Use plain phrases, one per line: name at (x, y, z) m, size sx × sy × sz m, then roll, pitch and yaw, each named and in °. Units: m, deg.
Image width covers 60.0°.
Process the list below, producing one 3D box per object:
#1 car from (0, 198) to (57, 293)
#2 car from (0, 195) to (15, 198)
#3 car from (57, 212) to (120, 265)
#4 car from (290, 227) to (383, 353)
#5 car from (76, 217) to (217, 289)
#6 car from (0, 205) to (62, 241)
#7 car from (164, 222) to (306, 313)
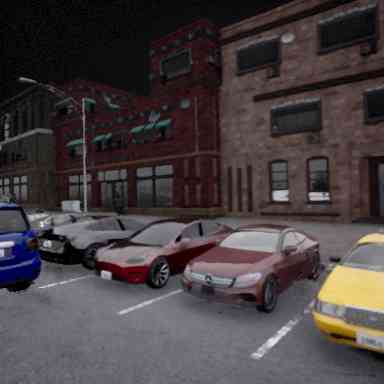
car at (-5.727, 1.228, 7.754) m, size 5.566 × 2.045 × 2.150 m, roll 0°, pitch 0°, yaw 38°
car at (-13.394, 1.222, 19.954) m, size 2.435 × 2.045 × 5.566 m, roll 0°, pitch 0°, yaw 41°
car at (-2.666, 1.517, 11.297) m, size 2.163 × 1.488 × 4.792 m, roll 0°, pitch 0°, yaw 38°
car at (3.770, 1.485, 6.227) m, size 1.946 × 1.575 × 5.366 m, roll 0°, pitch 0°, yaw 36°
car at (-0.531, 1.519, 9.597) m, size 2.163 × 1.488 × 4.792 m, roll 0°, pitch 0°, yaw 37°
car at (-9.213, 1.500, 16.432) m, size 2.163 × 1.488 × 4.792 m, roll 0°, pitch 0°, yaw 40°
car at (1.677, 1.530, 7.989) m, size 2.002 × 1.452 × 4.674 m, roll 0°, pitch 0°, yaw 37°
